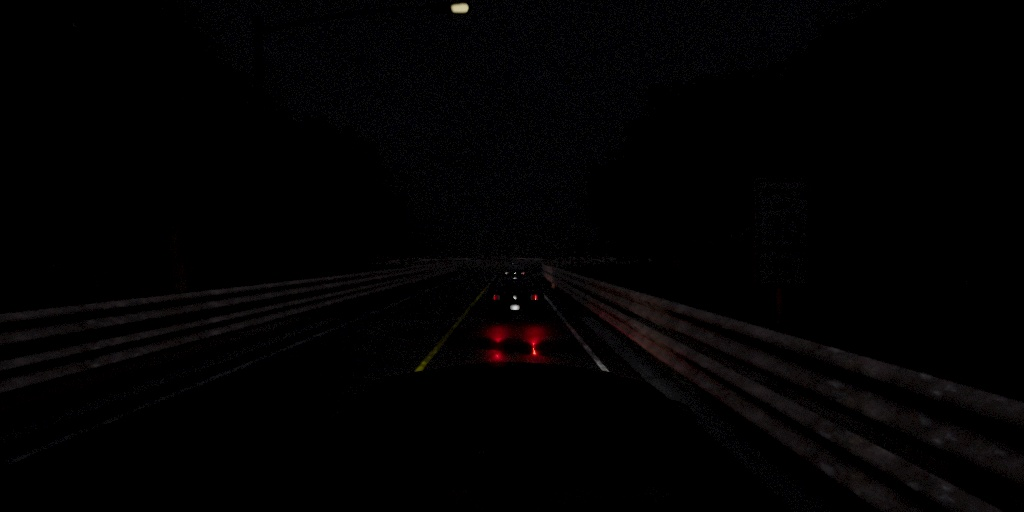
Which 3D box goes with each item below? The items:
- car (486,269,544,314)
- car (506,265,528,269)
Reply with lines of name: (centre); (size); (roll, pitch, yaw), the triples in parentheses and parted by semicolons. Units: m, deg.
car: (0.104, 1.352, 13.657); (1.895, 1.301, 4.718); (0, 0, 0)
car: (0.407, 1.353, 29.458); (1.895, 1.301, 4.718); (0, 0, 4)
